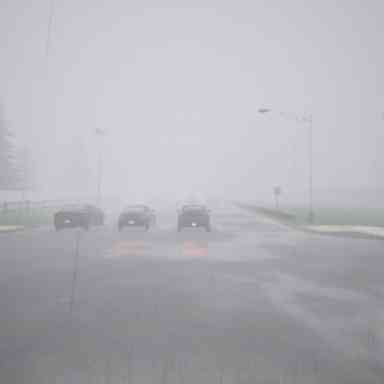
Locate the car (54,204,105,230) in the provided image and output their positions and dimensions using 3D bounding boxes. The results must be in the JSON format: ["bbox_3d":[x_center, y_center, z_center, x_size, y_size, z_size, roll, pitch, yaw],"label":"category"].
[{"bbox_3d":[-6.900,1.476,20.867,1.882,1.535,5.008,0,0,0],"label":"car"}]

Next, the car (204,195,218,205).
[{"bbox_3d":[3.498,1.559,58.970,1.994,1.385,4.181,0,0,0],"label":"car"}]

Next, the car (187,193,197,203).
[{"bbox_3d":[-0.002,1.146,69.002,2.150,2.045,5.566,0,0,0],"label":"car"}]

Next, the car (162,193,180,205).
[{"bbox_3d":[-3.502,1.217,58.583,2.150,2.045,5.566,0,0,0],"label":"car"}]

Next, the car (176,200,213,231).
[{"bbox_3d":[0.100,1.503,20.530,1.837,1.490,4.892,0,0,0],"label":"car"}]

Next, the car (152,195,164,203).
[{"bbox_3d":[-7.002,1.403,68.972,1.837,1.490,4.892,0,0,0],"label":"car"}]

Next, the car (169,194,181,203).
[{"bbox_3d":[-3.502,1.272,68.942,2.097,1.767,4.553,0,0,0],"label":"car"}]

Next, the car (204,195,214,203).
[{"bbox_3d":[3.498,1.396,68.972,1.882,1.535,5.008,0,0,0],"label":"car"}]

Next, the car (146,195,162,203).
[{"bbox_3d":[-7.002,1.543,58.553,2.033,1.411,5.357,0,0,0],"label":"car"}]

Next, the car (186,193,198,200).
[{"bbox_3d":[-0.002,1.473,58.553,1.882,1.535,5.008,0,0,0],"label":"car"}]

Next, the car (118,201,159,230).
[{"bbox_3d":[-3.415,1.524,21.032,1.812,1.442,4.674,0,0,0],"label":"car"}]
